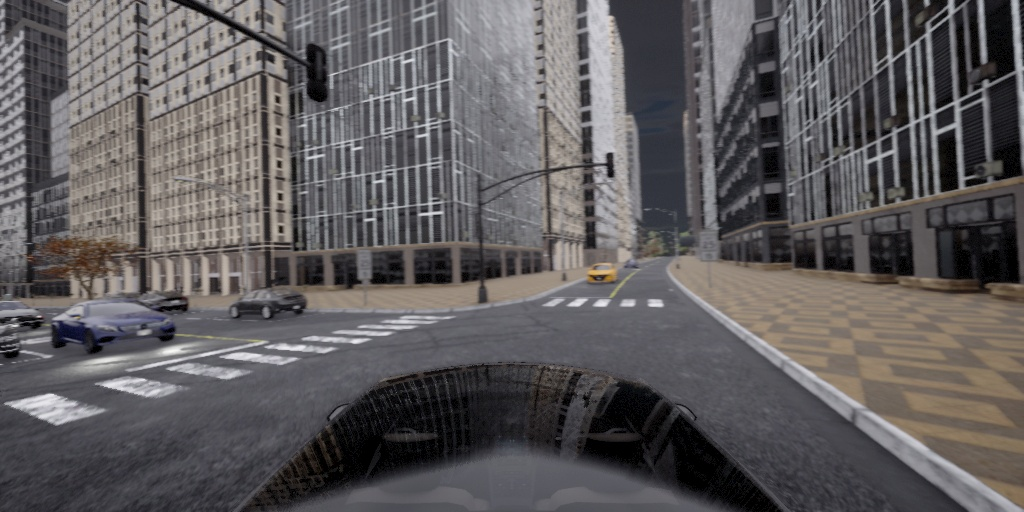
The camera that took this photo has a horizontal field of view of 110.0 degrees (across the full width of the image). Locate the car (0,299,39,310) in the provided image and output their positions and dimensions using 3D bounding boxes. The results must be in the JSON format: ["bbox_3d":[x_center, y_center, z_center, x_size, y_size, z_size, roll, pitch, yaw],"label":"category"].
[{"bbox_3d":[-24.834,2.912,17.336,5.357,1.411,2.033,-4,-2,26],"label":"car"}]

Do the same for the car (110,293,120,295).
[{"bbox_3d":[-27.110,3.238,24.849,4.313,1.339,1.948,0,0,26],"label":"car"}]

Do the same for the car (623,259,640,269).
[{"bbox_3d":[17.901,1.220,53.883,1.812,1.442,4.674,-3,-1,24],"label":"car"}]

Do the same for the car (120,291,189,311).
[{"bbox_3d":[-22.046,2.917,22.419,4.313,1.339,1.948,0,0,26],"label":"car"}]

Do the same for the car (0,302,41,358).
[{"bbox_3d":[-15.544,2.256,10.004,4.403,1.370,2.007,0,0,26],"label":"car"}]

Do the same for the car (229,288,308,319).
[{"bbox_3d":[-11.919,2.262,17.561,4.403,1.370,2.007,0,0,26],"label":"car"}]

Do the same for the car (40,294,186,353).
[{"bbox_3d":[-13.033,2.144,11.674,4.674,1.442,1.812,-4,-2,26],"label":"car"}]

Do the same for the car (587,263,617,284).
[{"bbox_3d":[7.030,1.301,27.765,1.882,1.535,5.008,-3,-1,21],"label":"car"}]
